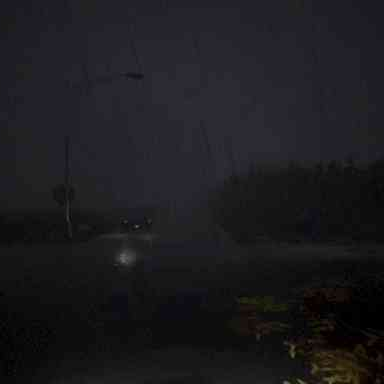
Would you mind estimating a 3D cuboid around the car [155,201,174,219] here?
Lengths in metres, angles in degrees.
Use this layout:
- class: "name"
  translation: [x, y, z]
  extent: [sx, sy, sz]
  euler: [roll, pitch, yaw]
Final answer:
- class: "car"
  translation: [-3.135, 1.806, 33.523]
  extent: [1.882, 1.535, 5.008]
  euler: [0, -1, 0]

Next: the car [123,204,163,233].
- class: "car"
  translation: [-3.161, 1.730, 21.441]
  extent: [1.812, 1.442, 4.674]
  euler: [0, -1, 0]

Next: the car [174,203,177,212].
- class: "car"
  translation: [-3.074, 1.918, 44.918]
  extent: [1.812, 1.442, 4.674]
  euler: [0, 0, 1]
